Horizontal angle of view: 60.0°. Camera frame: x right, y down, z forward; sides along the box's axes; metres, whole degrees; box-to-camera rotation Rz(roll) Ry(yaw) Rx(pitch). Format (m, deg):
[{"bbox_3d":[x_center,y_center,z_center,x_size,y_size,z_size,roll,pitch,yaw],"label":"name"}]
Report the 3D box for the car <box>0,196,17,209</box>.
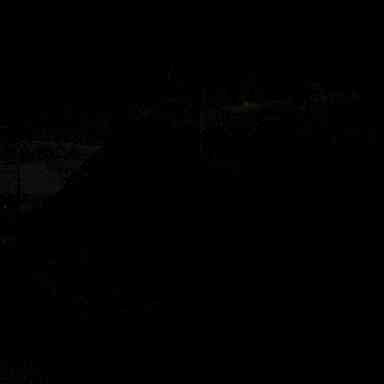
[{"bbox_3d":[-21.127,1.161,36.864,1.812,1.442,4.674,1,0,-7],"label":"car"}]
